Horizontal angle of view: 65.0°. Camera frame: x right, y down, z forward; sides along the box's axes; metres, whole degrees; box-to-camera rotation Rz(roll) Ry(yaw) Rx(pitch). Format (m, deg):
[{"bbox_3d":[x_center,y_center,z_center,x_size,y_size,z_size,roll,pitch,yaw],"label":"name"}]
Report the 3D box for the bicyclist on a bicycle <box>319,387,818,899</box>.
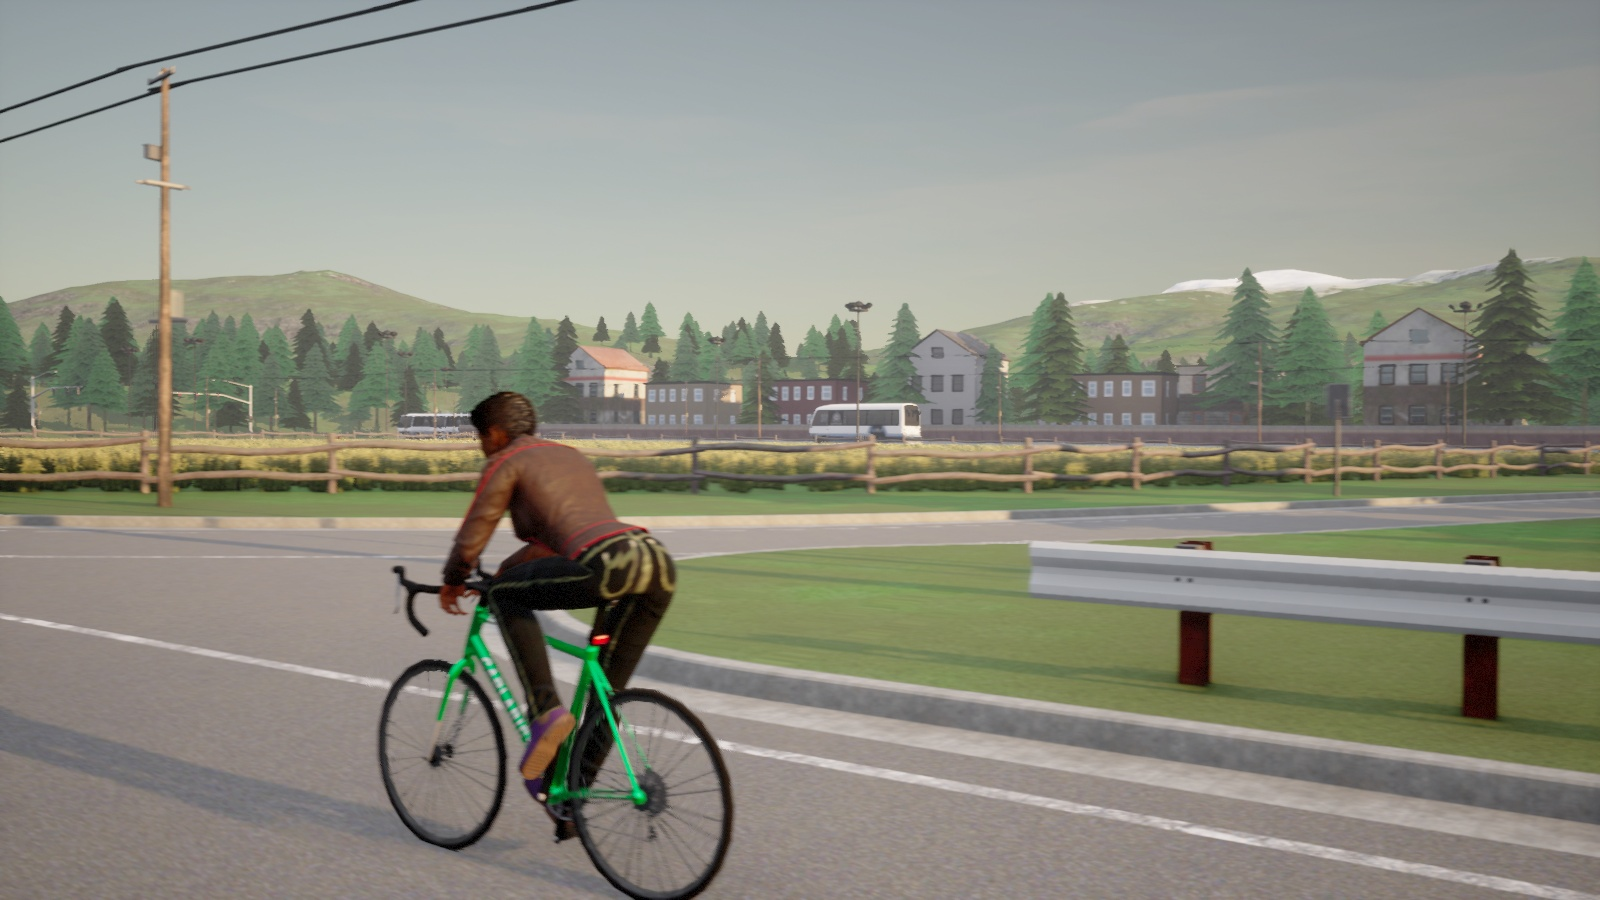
[{"bbox_3d":[-0.810,0.641,4.161,1.656,1.620,0.582,-1,1,34],"label":"bicyclist on a bicycle"}]
